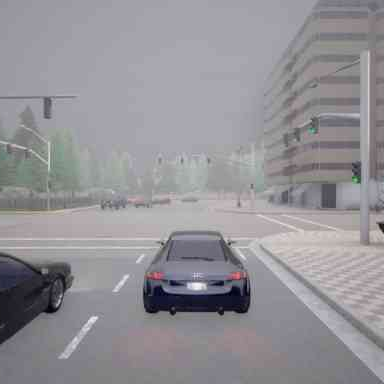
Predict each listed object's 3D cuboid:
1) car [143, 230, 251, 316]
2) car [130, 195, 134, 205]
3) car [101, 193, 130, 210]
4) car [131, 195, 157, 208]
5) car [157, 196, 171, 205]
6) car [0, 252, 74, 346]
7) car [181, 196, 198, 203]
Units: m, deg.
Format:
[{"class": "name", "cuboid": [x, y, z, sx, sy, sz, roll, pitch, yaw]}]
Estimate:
[{"class": "car", "cuboid": [0.094, 1.564, 7.632, 1.994, 1.385, 4.181, 0, 0, 0]}, {"class": "car", "cuboid": [-9.582, 1.350, 53.863, 2.097, 1.767, 4.553, 0, 0, 8]}, {"class": "car", "cuboid": [-10.404, 1.220, 44.430, 2.150, 2.045, 5.566, 0, 0, 2]}, {"class": "car", "cuboid": [-6.828, 1.546, 48.088, 2.033, 1.411, 5.357, 0, 0, 2]}, {"class": "car", "cuboid": [-5.254, 1.476, 58.395, 1.882, 1.535, 5.008, 0, 0, 17]}, {"class": "car", "cuboid": [-3.426, 1.547, 4.599, 2.033, 1.411, 5.357, 0, 0, 0]}, {"class": "car", "cuboid": [-0.493, 1.562, 69.427, 1.994, 1.385, 4.181, 0, 0, 31]}]
